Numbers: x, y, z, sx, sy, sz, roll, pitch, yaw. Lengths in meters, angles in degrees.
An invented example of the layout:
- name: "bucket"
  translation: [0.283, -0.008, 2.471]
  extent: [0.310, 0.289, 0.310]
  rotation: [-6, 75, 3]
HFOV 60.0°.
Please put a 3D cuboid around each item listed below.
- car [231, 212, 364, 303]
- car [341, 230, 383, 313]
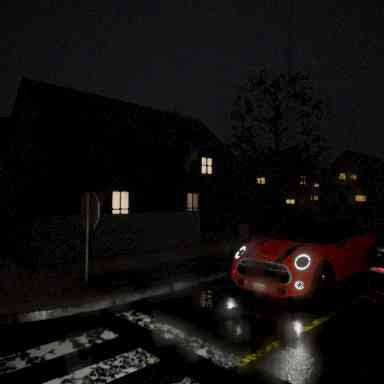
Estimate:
- name: "car"
  translation: [3.053, 1.449, 8.644]
  extent: [4.553, 1.767, 2.097]
  rotation: [1, -1, -44]
- name: "car"
  translation: [5.234, 1.567, 6.822]
  extent: [4.902, 1.511, 2.128]
  rotation: [1, -1, -43]
